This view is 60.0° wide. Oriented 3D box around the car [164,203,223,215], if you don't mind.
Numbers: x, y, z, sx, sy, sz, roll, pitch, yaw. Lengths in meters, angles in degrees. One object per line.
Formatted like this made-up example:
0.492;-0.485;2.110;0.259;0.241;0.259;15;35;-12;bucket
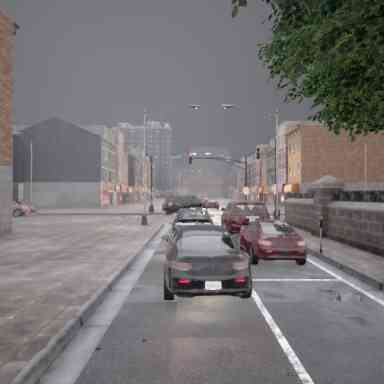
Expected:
0.050;1.500;15.727;2.128;1.511;4.902;0;0;0;car

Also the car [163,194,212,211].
-0.608;1.275;32.674;2.150;2.045;5.566;2;1;32;car

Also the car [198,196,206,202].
2.493;1.753;86.770;2.008;1.369;4.403;0;0;0;car

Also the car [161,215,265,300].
0.223;1.528;8.320;1.812;1.442;4.674;0;0;-4;car

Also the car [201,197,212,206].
2.541;1.644;59.583;1.887;1.381;4.507;1;0;0;car

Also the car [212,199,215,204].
2.569;1.599;43.271;1.887;1.381;4.507;1;0;0;car

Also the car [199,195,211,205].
2.533;1.432;65.021;2.192;1.841;5.009;1;0;0;car

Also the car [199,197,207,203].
2.512;1.739;75.895;1.802;1.307;4.206;0;0;0;car

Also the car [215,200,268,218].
2.619;1.324;16.841;2.192;1.841;5.009;1;0;0;car

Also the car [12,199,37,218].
-15.717;1.336;28.372;4.553;1.767;2.097;0;-1;0;car

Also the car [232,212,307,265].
2.625;1.586;11.392;1.802;1.307;4.206;1;0;0;car
